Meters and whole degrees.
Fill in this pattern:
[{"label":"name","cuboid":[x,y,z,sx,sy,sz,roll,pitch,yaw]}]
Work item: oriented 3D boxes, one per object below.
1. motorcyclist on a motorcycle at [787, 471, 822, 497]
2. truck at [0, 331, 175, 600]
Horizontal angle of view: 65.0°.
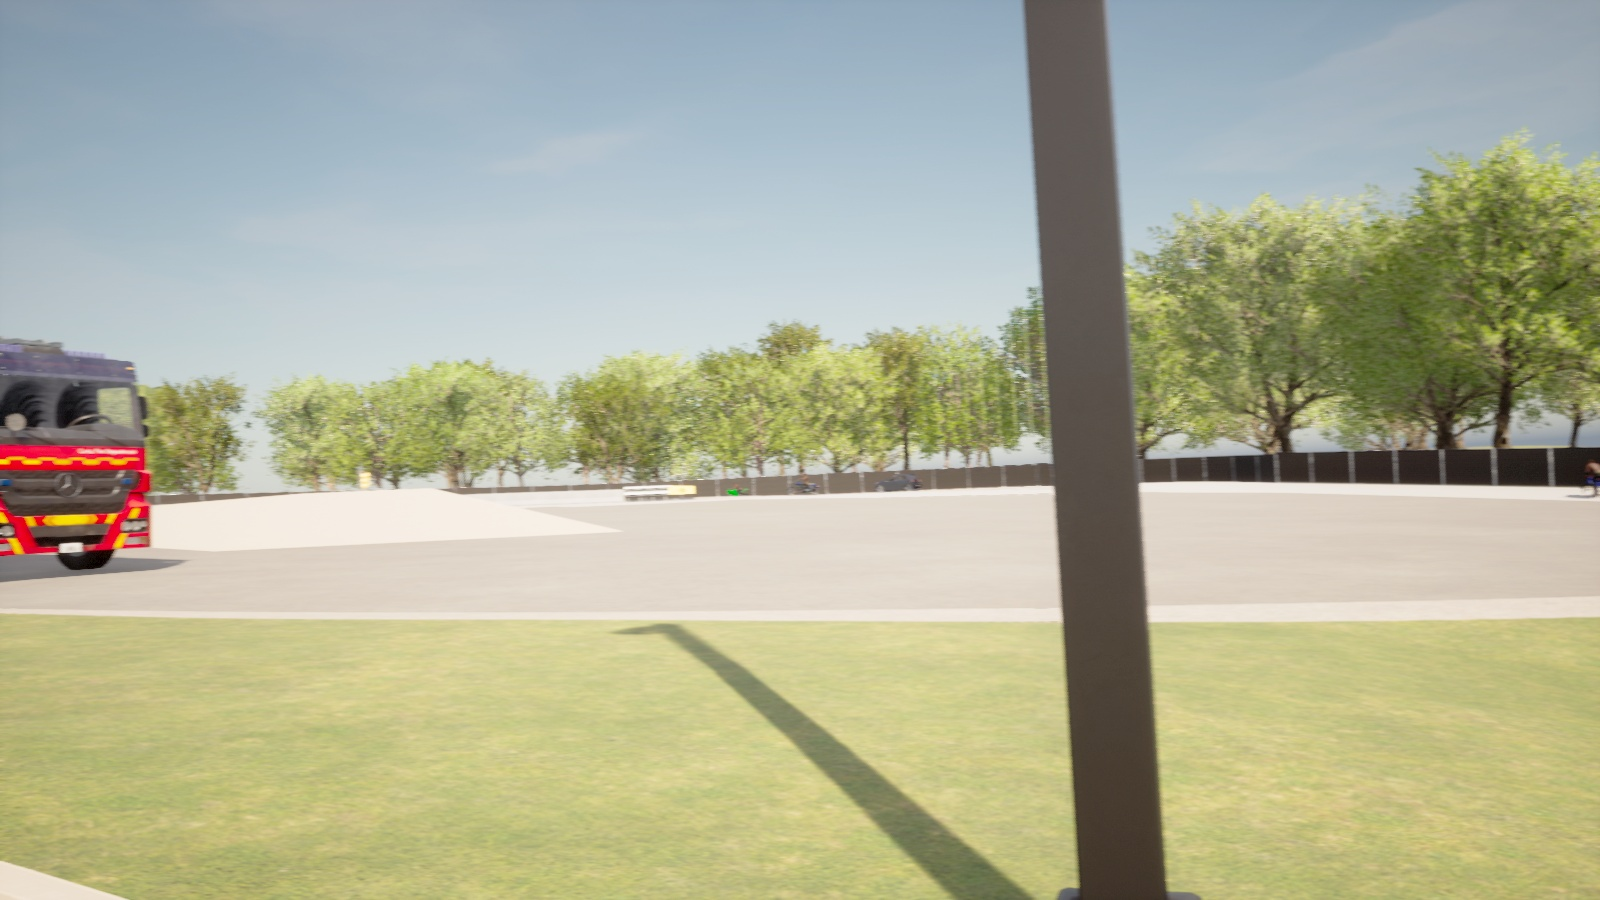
[{"label":"motorcyclist on a motorcycle","cuboid":[0.342,2.407,88.847,2.350,1.649,0.766,-3,-1,2]},{"label":"truck","cuboid":[-14.466,0.380,20.997,8.468,3.827,2.891,-3,-1,30]}]
